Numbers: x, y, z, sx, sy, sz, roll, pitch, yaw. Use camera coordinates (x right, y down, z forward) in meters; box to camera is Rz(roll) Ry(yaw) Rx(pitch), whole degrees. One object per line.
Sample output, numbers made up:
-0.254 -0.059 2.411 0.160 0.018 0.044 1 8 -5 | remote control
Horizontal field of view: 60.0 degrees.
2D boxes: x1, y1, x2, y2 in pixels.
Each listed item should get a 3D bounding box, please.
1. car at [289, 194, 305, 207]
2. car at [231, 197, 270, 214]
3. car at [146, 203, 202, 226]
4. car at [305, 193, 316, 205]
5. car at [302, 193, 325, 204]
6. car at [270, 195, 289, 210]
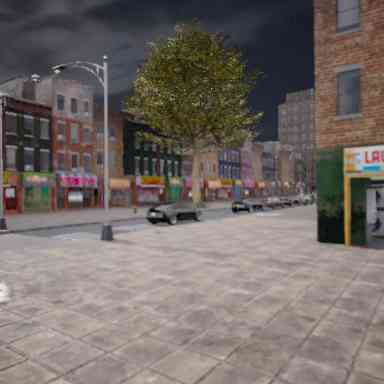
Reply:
11.364 1.027 39.128 1.947 1.339 4.313 0 1 35 | car
5.129 1.178 30.303 1.947 1.339 4.313 0 1 35 | car
-1.104 1.331 21.479 1.947 1.339 4.313 0 1 35 | car
14.578 0.909 43.679 1.752 1.417 4.829 0 1 35 | car
17.598 0.861 47.953 2.008 1.369 4.403 0 1 35 | car
8.246 1.118 34.716 1.802 1.307 4.206 0 1 35 | car
